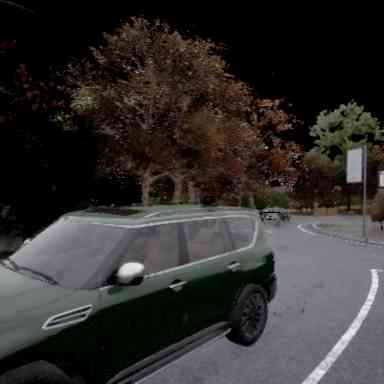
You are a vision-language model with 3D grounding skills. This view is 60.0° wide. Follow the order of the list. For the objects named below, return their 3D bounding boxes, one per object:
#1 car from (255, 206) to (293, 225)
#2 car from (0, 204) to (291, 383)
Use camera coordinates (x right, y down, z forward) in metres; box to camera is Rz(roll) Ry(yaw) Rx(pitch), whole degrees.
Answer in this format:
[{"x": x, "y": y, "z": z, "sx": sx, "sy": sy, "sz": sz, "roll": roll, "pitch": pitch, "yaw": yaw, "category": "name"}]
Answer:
[{"x": 7.346, "y": 2.015, "z": 29.452, "sx": 1.994, "sy": 1.385, "sz": 4.181, "roll": 1, "pitch": -1, "yaw": 32, "category": "car"}, {"x": -0.872, "y": 1.222, "z": 4.463, "sx": 2.150, "sy": 2.045, "sz": 5.566, "roll": 1, "pitch": 0, "yaw": 41, "category": "car"}]
